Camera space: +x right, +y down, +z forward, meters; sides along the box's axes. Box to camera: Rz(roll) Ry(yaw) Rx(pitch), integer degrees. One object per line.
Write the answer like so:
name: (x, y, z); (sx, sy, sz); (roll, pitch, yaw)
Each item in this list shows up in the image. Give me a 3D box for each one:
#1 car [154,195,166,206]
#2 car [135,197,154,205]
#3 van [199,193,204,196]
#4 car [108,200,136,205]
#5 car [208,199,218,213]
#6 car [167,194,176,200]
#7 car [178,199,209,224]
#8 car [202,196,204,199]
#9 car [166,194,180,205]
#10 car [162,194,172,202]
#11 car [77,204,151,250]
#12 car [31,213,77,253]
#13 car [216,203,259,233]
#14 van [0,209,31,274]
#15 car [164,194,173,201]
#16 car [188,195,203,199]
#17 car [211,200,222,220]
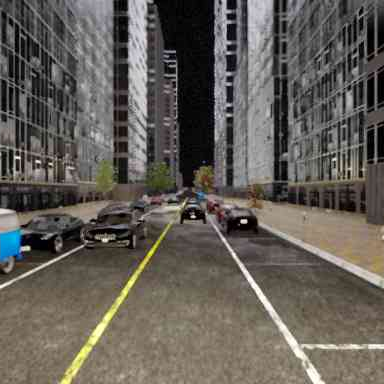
car: (-5.719, 1.487, 53.396); (1.887, 1.381, 4.507); (0, 0, 0)
car: (-5.710, 1.533, 36.319); (1.947, 1.339, 4.313); (0, 0, 0)
van: (2.643, 1.193, 93.243); (1.690, 1.788, 3.998); (0, 0, 0)
car: (-5.705, 1.546, 24.935); (1.947, 1.339, 4.313); (0, 0, 0)
car: (2.670, 1.549, 36.315); (1.802, 1.307, 4.206); (0, 0, 0)
car: (-5.737, 1.402, 93.243); (2.008, 1.369, 4.403); (0, 0, 0)
car: (0.086, 1.506, 24.731); (1.812, 1.442, 4.674); (0, 0, 0)
car: (2.667, 1.505, 42.009); (1.887, 1.381, 4.507); (0, 0, 0)
car: (-3.089, 1.500, 56.381); (1.994, 1.385, 4.181); (0, 0, 0)
car: (-5.729, 1.334, 76.166); (1.967, 1.590, 4.097); (0, 0, 0)
car: (-3.107, 1.496, 14.301); (1.837, 1.490, 4.892); (0, 0, 0)
car: (-5.700, 1.557, 13.550); (1.947, 1.339, 4.313); (0, 0, 0)
car: (2.679, 1.553, 19.238); (1.947, 1.339, 4.313); (0, 0, 0)
van: (-5.697, 1.337, 7.856); (1.690, 1.788, 3.998); (0, 0, 0)
car: (-5.732, 1.320, 81.858); (1.967, 1.590, 4.097); (0, 0, 0)
car: (0.079, 1.506, 42.795); (2.033, 1.411, 5.357); (0, 0, 0)
car: (2.676, 1.526, 24.930); (1.887, 1.381, 4.507); (0, 0, 0)
